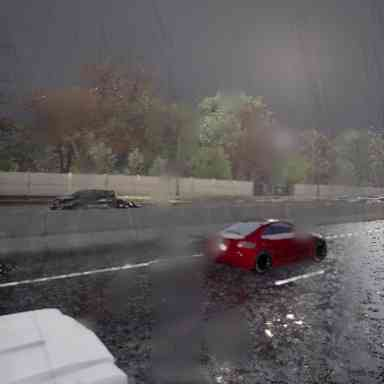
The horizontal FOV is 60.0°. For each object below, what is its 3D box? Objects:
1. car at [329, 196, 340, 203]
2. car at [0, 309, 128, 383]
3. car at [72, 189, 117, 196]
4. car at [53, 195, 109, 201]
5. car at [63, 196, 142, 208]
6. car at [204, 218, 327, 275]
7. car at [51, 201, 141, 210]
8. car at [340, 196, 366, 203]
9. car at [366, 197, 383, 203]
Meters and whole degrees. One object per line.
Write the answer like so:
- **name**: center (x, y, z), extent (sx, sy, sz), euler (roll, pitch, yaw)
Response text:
- **car**: center (24.517, 1.424, 54.929), extent (4.892, 1.490, 1.837), euler (1, 1, -38)
- **car**: center (-2.707, 1.527, 1.838), extent (4.718, 1.301, 1.895), euler (1, 1, -38)
- **car**: center (-8.995, 0.780, 28.373), extent (5.566, 2.045, 2.150), euler (1, 1, -38)
- **car**: center (-8.157, 1.174, 24.576), extent (4.181, 1.385, 1.994), euler (1, 1, -38)
- **car**: center (-5.629, 1.184, 22.115), extent (4.892, 1.490, 1.837), euler (1, 1, -38)
- **car**: center (2.392, 1.500, 10.357), extent (4.181, 1.385, 1.994), euler (1, 1, -38)
- **car**: center (-5.436, 1.325, 17.801), extent (4.718, 1.301, 1.895), euler (1, 1, -38)
- **car**: center (25.489, 1.519, 51.239), extent (5.357, 1.411, 2.033), euler (1, 1, -38)
- **car**: center (28.069, 1.545, 48.830), extent (4.892, 1.490, 1.837), euler (0, 1, -38)
